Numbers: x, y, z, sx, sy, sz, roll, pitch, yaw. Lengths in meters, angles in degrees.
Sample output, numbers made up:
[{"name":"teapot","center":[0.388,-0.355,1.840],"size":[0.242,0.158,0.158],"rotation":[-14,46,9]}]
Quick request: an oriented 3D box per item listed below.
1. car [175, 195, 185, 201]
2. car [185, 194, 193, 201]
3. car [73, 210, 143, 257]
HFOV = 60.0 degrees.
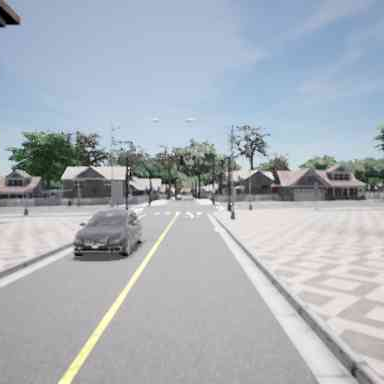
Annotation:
[{"name":"car","center":[-3.611,1.803,89.690],"size":[1.895,1.301,4.718],"rotation":[0,0,-1]},{"name":"car","center":[-0.910,1.435,92.898],"size":[2.150,2.045,5.566],"rotation":[0,0,-1]},{"name":"car","center":[-3.095,1.505,13.048],"size":[1.837,1.490,4.892],"rotation":[0,0,0]}]
